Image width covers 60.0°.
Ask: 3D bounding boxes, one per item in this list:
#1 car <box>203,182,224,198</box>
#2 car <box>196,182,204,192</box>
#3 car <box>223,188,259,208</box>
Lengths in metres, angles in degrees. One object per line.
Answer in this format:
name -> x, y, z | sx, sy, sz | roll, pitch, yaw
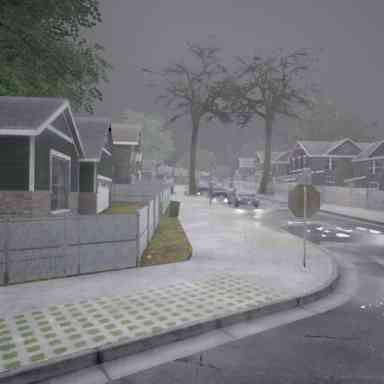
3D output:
car -> 2.999, -0.079, 39.358 | 2.033, 1.411, 5.357 | 1, 3, -6
car -> 1.709, -0.765, 52.369 | 1.882, 1.535, 5.008 | 1, 3, -6
car -> 4.181, 0.459, 27.770 | 1.812, 1.442, 4.674 | 1, 3, -6
